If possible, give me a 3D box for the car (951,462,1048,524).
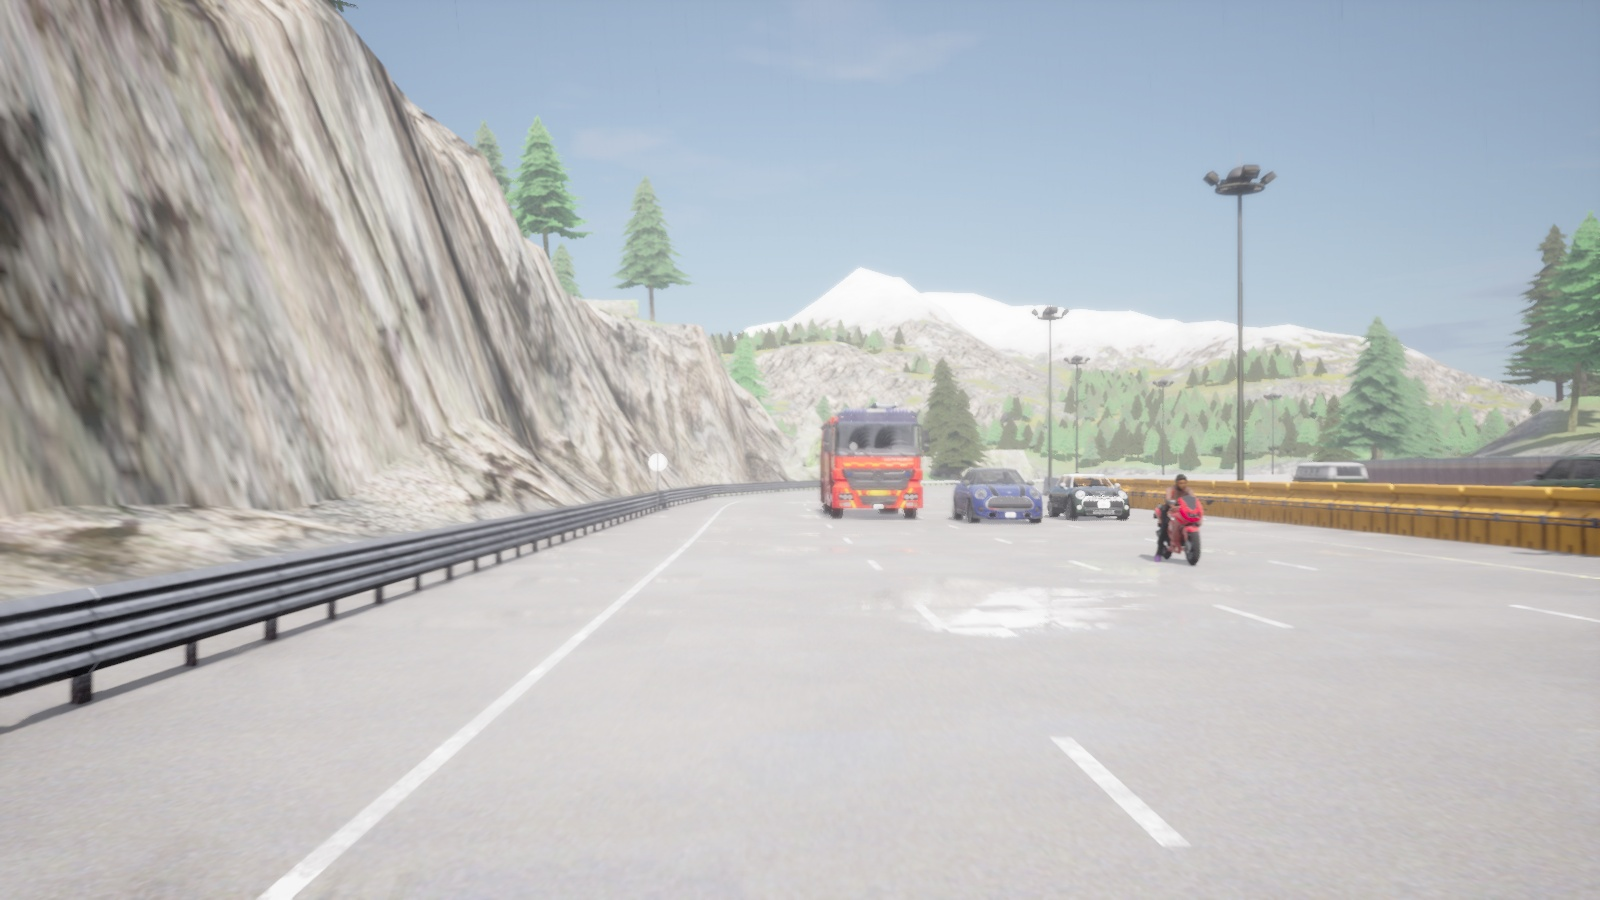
[{"bbox_3d":[6.018,1.283,38.442,2.097,1.767,4.553,0,-1,-2],"label":"car"}]

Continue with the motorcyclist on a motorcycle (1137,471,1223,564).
[{"bbox_3d":[6.501,1.123,21.601,0.797,1.523,2.044,0,-1,-1],"label":"motorcyclist on a motorcycle"}]

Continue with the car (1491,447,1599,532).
[{"bbox_3d":[20.240,0.959,31.881,2.150,2.045,5.566,0,-1,-2],"label":"car"}]

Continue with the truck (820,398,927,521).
[{"bbox_3d":[2.350,0.363,43.347,2.891,3.827,8.468,0,-1,-2],"label":"truck"}]

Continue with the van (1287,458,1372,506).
[{"bbox_3d":[23.039,1.360,54.834,1.775,1.987,4.442,0,-1,-1],"label":"van"}]

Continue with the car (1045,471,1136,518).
[{"bbox_3d":[9.434,1.416,41.082,1.970,1.475,3.806,0,-1,-2],"label":"car"}]
